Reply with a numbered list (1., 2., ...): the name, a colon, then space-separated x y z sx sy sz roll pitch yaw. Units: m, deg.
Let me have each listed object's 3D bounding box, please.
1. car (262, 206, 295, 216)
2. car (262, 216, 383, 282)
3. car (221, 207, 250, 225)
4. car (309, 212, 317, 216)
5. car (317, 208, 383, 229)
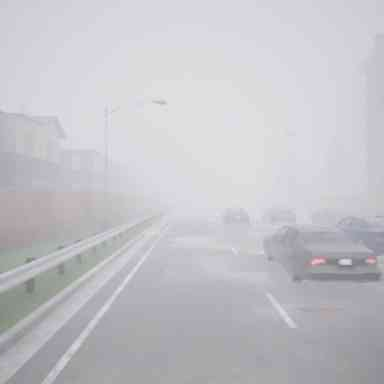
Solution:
1. car: 7.045 1.852 27.282 2.128 1.511 4.902 0 -1 1
2. car: 3.520 1.682 10.105 2.033 1.411 5.357 0 -1 0
3. car: 3.548 1.929 27.518 1.994 1.385 4.181 0 -1 1
4. car: 10.522 1.879 25.103 2.033 1.411 5.357 0 -1 0
5. car: 7.053 1.656 13.440 1.882 1.535 5.008 0 0 1
